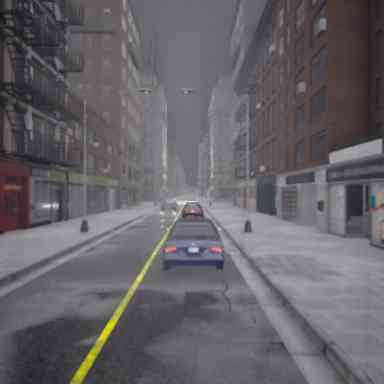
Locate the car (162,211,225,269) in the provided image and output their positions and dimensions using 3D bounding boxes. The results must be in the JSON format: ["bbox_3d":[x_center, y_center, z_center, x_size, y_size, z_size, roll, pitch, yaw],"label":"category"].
[{"bbox_3d":[0.058,1.581,11.260,2.033,1.411,5.357,0,0,0],"label":"car"}]

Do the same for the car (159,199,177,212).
[{"bbox_3d":[-2.873,1.649,41.635,1.812,1.442,4.674,0,0,0],"label":"car"}]

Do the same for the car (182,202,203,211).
[{"bbox_3d":[0.064,1.657,31.414,1.994,1.385,4.181,0,0,0],"label":"car"}]
